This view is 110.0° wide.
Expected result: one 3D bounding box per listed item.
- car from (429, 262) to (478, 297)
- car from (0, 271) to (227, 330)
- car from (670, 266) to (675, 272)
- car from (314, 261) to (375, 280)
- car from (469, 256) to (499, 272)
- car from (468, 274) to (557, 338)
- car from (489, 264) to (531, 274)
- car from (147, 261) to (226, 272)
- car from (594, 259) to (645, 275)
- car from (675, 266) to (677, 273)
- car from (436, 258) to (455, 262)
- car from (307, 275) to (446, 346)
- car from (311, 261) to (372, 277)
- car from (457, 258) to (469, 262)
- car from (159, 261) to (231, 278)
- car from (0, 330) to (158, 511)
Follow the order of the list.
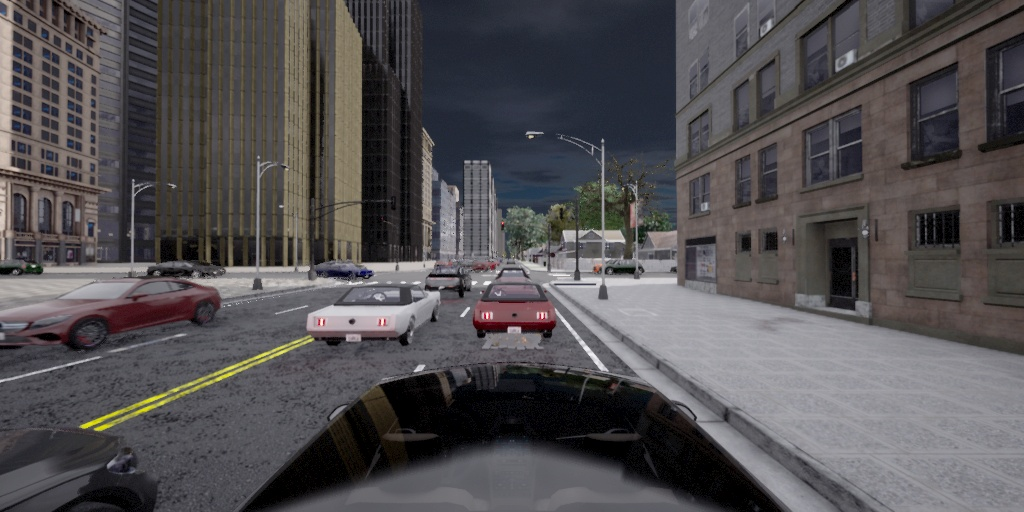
[{"bbox_3d":[-3.198,1.237,18.652,2.128,1.511,4.902,0,0,0],"label":"car"},{"bbox_3d":[-9.848,1.274,9.181,1.812,1.442,4.674,0,0,0],"label":"car"},{"bbox_3d":[21.099,1.339,41.137,5.357,1.411,2.033,0,-1,0],"label":"car"},{"bbox_3d":[-13.761,1.307,29.727,4.718,1.301,1.895,1,0,21],"label":"car"},{"bbox_3d":[-3.561,1.110,46.399,2.097,1.767,4.553,0,0,11],"label":"car"},{"bbox_3d":[0.058,1.348,10.118,1.895,1.301,4.718,0,0,0],"label":"car"},{"bbox_3d":[0.049,1.310,18.875,1.994,1.385,4.181,0,0,0],"label":"car"},{"bbox_3d":[-27.975,1.175,30.626,5.008,1.535,1.882,0,-1,-4],"label":"car"},{"bbox_3d":[11.505,1.111,37.922,4.553,1.767,2.097,0,-1,0],"label":"car"},{"bbox_3d":[20.462,1.252,37.889,4.902,1.511,2.128,0,-1,0],"label":"car"},{"bbox_3d":[-9.987,1.088,52.560,2.097,1.767,4.553,0,0,0],"label":"car"},{"bbox_3d":[-3.176,1.349,9.398,1.895,1.301,4.718,0,0,0],"label":"car"},{"bbox_3d":[-16.286,1.220,34.440,4.902,1.511,2.128,0,-1,-2],"label":"car"},{"bbox_3d":[-6.738,1.240,54.386,1.837,1.490,4.892,0,0,0],"label":"car"},{"bbox_3d":[-29.744,1.231,33.762,4.892,1.490,1.837,1,-1,-4],"label":"car"},{"bbox_3d":[-3.142,1.276,0.256,1.812,1.442,4.674,0,0,0],"label":"car"}]
